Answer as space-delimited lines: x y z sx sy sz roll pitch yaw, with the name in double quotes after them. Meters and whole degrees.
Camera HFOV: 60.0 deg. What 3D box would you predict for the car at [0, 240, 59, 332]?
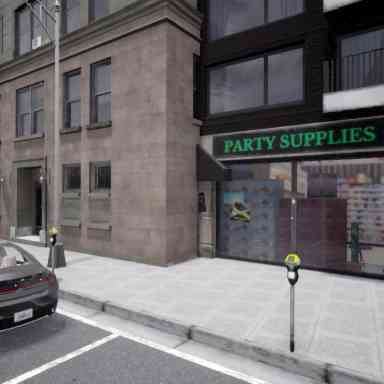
-4.216 1.551 6.090 4.403 1.369 2.008 0 0 36 "car"
